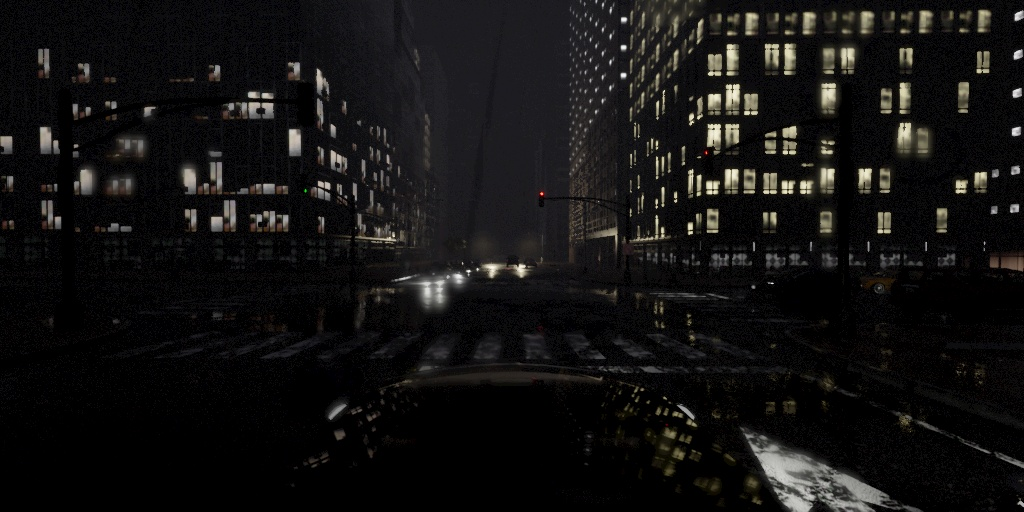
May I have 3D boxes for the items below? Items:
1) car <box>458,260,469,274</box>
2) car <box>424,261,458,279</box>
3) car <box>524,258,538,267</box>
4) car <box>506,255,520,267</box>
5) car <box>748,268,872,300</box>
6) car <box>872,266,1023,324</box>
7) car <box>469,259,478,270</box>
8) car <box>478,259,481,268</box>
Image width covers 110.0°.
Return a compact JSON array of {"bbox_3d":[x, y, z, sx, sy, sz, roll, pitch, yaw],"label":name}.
[{"bbox_3d":[-6.510,1.326,41.626,1.895,1.301,4.718,0,0,0],"label":"car"},{"bbox_3d":[-6.533,1.225,32.344,2.128,1.511,4.902,0,0,0],"label":"car"},{"bbox_3d":[3.395,1.228,63.253,1.812,1.442,4.674,0,0,0],"label":"car"},{"bbox_3d":[0.144,0.925,62.873,2.150,2.045,5.566,0,0,0],"label":"car"},{"bbox_3d":[14.842,1.354,18.292,4.902,1.511,2.128,1,1,2],"label":"car"},{"bbox_3d":[16.215,1.281,12.439,5.009,1.841,2.192,0,0,1],"label":"car"},{"bbox_3d":[-6.479,1.263,51.397,2.033,1.411,5.357,0,0,0],"label":"car"},{"bbox_3d":[-6.419,1.182,61.737,1.882,1.535,5.008,0,0,1],"label":"car"}]
